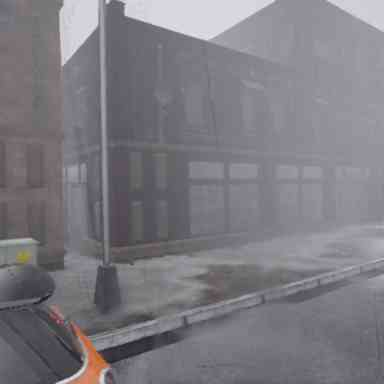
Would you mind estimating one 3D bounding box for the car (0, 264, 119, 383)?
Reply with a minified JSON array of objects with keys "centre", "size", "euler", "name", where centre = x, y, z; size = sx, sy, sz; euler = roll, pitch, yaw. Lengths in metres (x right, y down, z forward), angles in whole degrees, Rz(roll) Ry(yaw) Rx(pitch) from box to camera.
[{"centre":[-2.610,1.350,1.516],"size":[4.553,1.767,2.097],"euler":[0,0,-36],"name":"car"}]
